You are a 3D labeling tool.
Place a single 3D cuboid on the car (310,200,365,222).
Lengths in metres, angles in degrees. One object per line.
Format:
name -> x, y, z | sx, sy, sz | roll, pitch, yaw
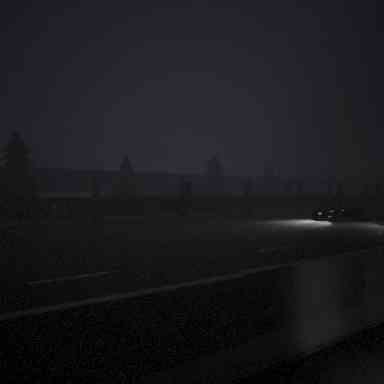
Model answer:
car -> 10.238, 1.264, 23.350 | 4.181, 1.385, 1.994 | 0, 1, -33
